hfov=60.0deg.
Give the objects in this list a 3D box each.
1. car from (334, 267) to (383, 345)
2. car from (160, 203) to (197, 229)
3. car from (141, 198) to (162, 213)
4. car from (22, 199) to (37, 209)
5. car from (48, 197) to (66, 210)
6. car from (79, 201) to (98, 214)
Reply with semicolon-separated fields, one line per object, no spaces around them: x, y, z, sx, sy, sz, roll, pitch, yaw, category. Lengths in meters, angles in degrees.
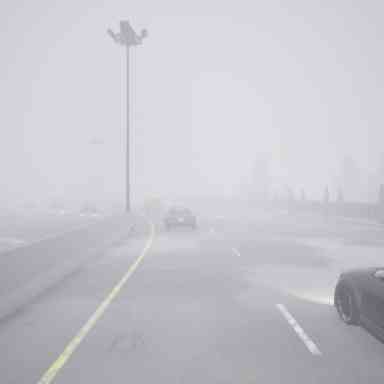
3.596;1.574;4.442;1.994;1.385;4.181;0;0;0;car
-0.887;1.623;22.013;1.994;1.385;4.181;0;0;-7;car
-4.657;1.484;39.040;2.097;1.767;4.553;0;0;-17;car
-23.938;1.786;48.924;2.033;1.411;5.357;0;0;-27;car
-18.971;1.558;46.656;2.097;1.767;4.553;0;0;-25;car
-11.707;1.687;37.777;2.033;1.411;5.357;0;0;-18;car
